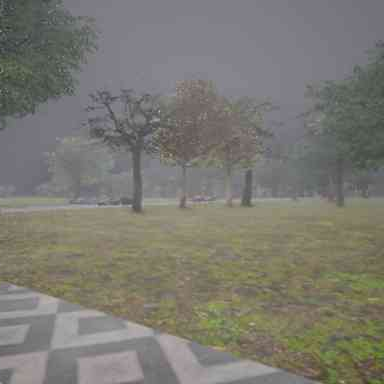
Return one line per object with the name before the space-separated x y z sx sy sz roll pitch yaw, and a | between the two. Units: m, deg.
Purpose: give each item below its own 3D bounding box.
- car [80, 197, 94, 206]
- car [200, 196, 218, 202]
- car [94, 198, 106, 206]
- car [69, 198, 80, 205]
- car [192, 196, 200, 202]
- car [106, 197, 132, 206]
car | -17.123 1.677 59.124 1.994 1.385 4.181 -1 -1 36
car | 4.431 1.664 78.159 1.994 1.385 4.181 -1 -1 35
car | -14.139 1.642 57.618 1.994 1.385 4.181 -1 -1 36
car | -19.802 1.697 60.923 2.033 1.411 5.357 -1 -1 36
car | 1.782 1.672 80.043 1.812 1.442 4.674 -1 -1 35
car | -11.436 1.548 55.808 1.837 1.490 4.892 -1 0 36
